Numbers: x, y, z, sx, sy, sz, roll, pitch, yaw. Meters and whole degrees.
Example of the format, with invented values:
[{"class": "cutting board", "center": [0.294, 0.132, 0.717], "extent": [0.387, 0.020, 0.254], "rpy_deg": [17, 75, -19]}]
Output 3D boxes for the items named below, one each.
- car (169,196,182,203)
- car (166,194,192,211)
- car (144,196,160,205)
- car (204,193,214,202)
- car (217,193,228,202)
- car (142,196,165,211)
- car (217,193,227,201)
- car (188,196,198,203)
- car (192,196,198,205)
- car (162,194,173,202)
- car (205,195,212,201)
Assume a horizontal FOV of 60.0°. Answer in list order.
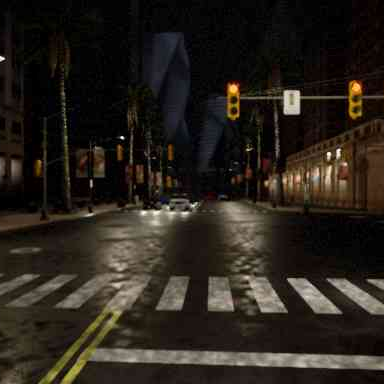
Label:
[{"class": "car", "center": [-3.429, 1.556, 70.000], "extent": [2.128, 1.511, 4.902], "rpy_deg": [0, 0, 3]}, {"class": "car", "center": [-1.530, 1.241, 41.078], "extent": [2.150, 2.045, 5.566], "rpy_deg": [0, 0, 3]}, {"class": "car", "center": [-7.174, 1.539, 59.634], "extent": [2.161, 1.482, 4.786], "rpy_deg": [0, 0, 2]}, {"class": "car", "center": [3.996, 1.259, 78.017], "extent": [2.150, 2.045, 5.566], "rpy_deg": [0, 0, 2]}, {"class": "car", "center": [7.506, 1.557, 78.203], "extent": [2.128, 1.511, 4.902], "rpy_deg": [0, 0, 2]}, {"class": "car", "center": [-4.990, 1.523, 41.927], "extent": [1.837, 1.490, 4.892], "rpy_deg": [0, 0, 3]}, {"class": "car", "center": [7.919, 1.257, 88.275], "extent": [2.150, 2.045, 5.566], "rpy_deg": [0, 0, 2]}, {"class": "car", "center": [0.214, 1.585, 72.387], "extent": [1.994, 1.385, 4.181], "rpy_deg": [0, 0, 3]}, {"class": "car", "center": [-0.489, 1.533, 60.380], "extent": [1.837, 1.490, 4.892], "rpy_deg": [0, -1, 3]}, {"class": "car", "center": [-5.967, 1.390, 81.532], "extent": [2.185, 1.767, 4.553], "rpy_deg": [0, 0, 2]}, {"class": "car", "center": [4.421, 1.531, 88.388], "extent": [1.837, 1.490, 4.892], "rpy_deg": [0, 0, 2]}]
